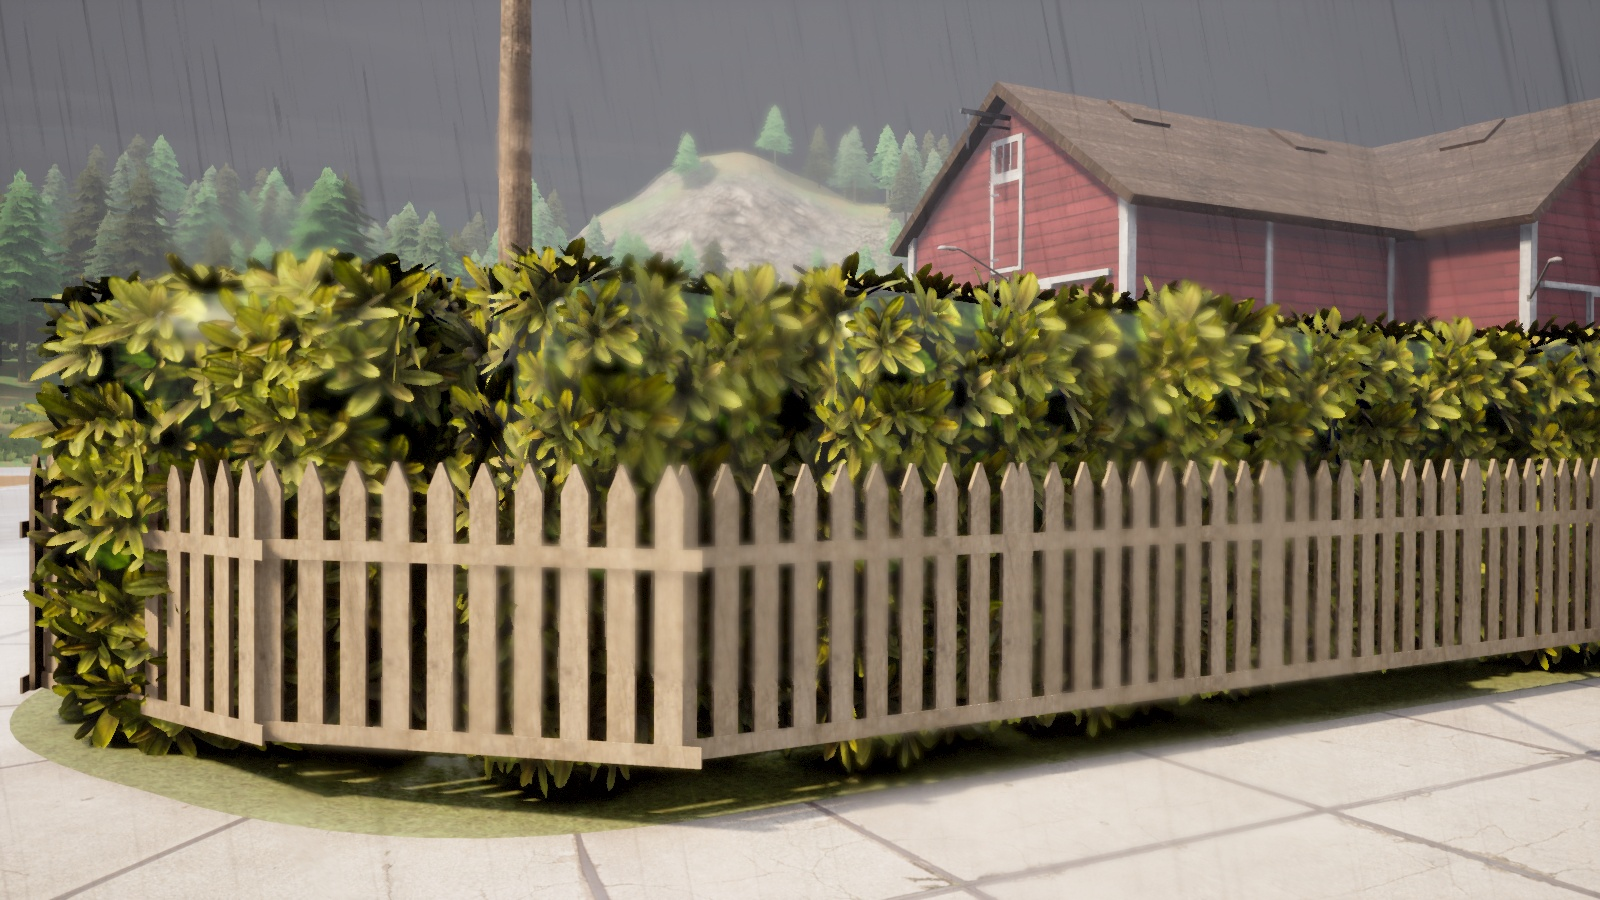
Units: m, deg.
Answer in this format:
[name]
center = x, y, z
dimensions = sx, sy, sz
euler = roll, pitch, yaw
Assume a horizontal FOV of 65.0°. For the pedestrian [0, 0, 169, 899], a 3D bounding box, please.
[pedestrian]
center = -0.938, 0.594, 0.746
dimensions = 0.900, 1.855, 0.874
euler = -1, 1, -35
